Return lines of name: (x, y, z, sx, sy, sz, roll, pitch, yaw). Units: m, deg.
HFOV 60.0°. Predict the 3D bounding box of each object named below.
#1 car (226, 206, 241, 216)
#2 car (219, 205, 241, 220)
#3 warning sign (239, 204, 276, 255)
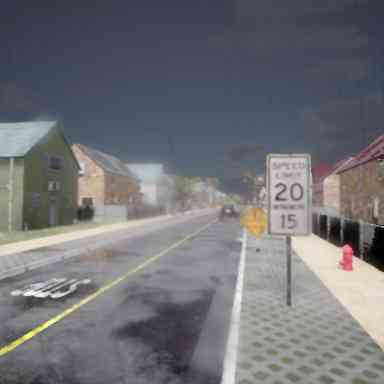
car: (6.117, 2.731, 48.803, 1.994, 1.385, 4.181, 0, -1, 10)
car: (4.270, 2.232, 37.754, 2.097, 1.767, 4.553, 0, -1, 10)
warning sign: (2.520, 1.407, 12.875, 1.300, 1.860, 1.060, -1, -3, 10)
